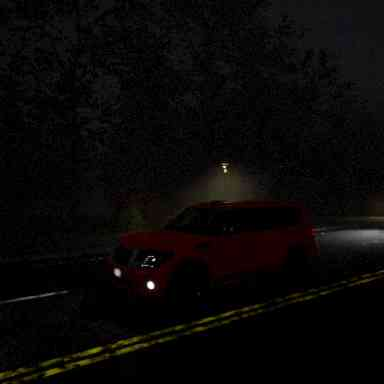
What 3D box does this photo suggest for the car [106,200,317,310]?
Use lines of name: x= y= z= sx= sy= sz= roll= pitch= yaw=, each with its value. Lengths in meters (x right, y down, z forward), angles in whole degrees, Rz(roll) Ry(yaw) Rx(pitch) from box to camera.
car: x=0.770 y=1.252 z=8.210 sx=5.566 sy=2.045 sz=2.150 roll=0 pitch=0 yaw=-36
